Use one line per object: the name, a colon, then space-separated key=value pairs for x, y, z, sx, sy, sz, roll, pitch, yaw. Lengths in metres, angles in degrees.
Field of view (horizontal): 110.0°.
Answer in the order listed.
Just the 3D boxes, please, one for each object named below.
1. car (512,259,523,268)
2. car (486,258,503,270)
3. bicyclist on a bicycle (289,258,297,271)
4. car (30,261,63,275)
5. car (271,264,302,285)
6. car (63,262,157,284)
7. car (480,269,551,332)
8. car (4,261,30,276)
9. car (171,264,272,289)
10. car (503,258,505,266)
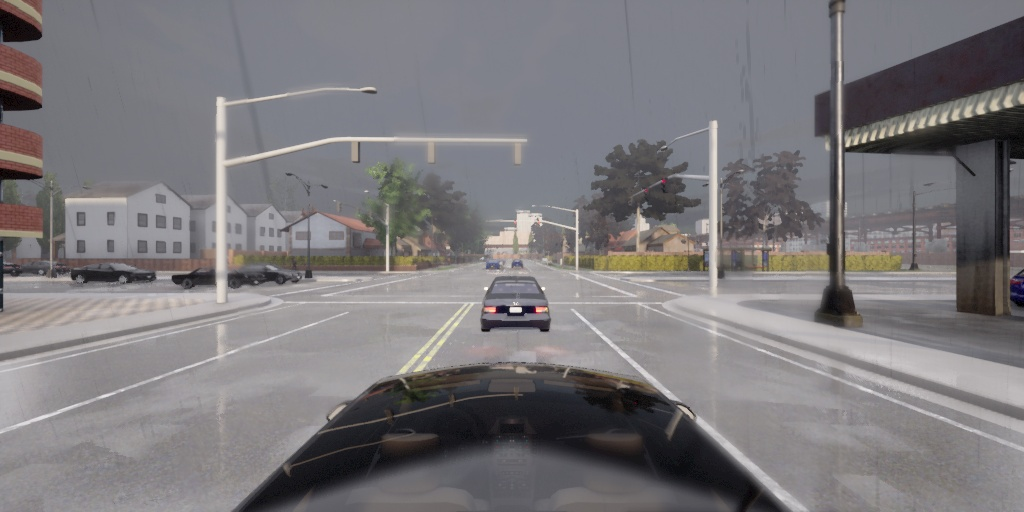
car: x=0.911 y=1.275 z=62.207 sx=1.812 sy=1.442 sz=4.674 roll=0 pitch=0 yaw=0
car: x=-2.823 y=1.227 z=53.596 sx=1.882 sy=1.535 sz=5.008 roll=0 pitch=0 yaw=1
bicyclist on a bicycle: x=-26.530 y=1.050 z=43.483 sx=0.582 sy=1.620 sz=1.656 roll=0 pitch=0 yaw=1
car: x=-50.013 y=1.254 z=37.962 sx=4.892 sy=1.490 sz=1.837 roll=0 pitch=0 yaw=1
car: x=-17.712 y=1.275 z=25.880 sx=4.674 sy=1.442 sz=1.812 roll=0 pitch=0 yaw=1
car: x=-28.811 y=1.228 z=26.034 sx=5.008 sy=1.535 sz=1.882 roll=0 pitch=0 yaw=1
car: x=0.085 y=1.297 z=10.837 sx=2.033 sy=1.411 sz=5.357 roll=0 pitch=0 yaw=0
car: x=-50.287 y=1.254 z=34.508 sx=4.892 sy=1.490 sz=1.837 roll=0 pitch=0 yaw=2
car: x=-18.096 y=1.350 z=22.354 sx=4.718 sy=1.301 sz=1.895 roll=0 pitch=0 yaw=1
car: x=-2.701 y=1.350 z=65.389 sx=1.895 sy=1.301 sz=4.718 roll=0 pitch=0 yaw=1
